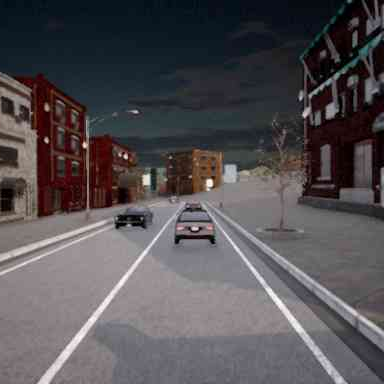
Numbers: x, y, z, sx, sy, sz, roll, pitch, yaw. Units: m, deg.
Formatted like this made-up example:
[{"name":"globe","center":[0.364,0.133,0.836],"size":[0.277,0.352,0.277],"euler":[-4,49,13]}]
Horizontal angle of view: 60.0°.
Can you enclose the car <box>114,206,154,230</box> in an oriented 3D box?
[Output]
[{"name":"car","center":[-3.572,1.584,21.094],"size":[1.895,1.301,4.718],"euler":[0,0,0]}]

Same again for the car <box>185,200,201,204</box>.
[{"name":"car","center":[0.149,1.574,37.621],"size":[1.895,1.301,4.718],"euler":[0,0,0]}]

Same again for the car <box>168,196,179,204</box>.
[{"name":"car","center":[-3.430,1.491,63.327],"size":[1.812,1.442,4.674],"euler":[0,0,0]}]

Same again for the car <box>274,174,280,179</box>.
[{"name":"car","center":[22.558,-3.803,81.949],"size":[2.097,1.535,5.008],"euler":[0,1,-4]}]

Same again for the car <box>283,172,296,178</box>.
[{"name":"car","center":[23.019,-3.825,76.443],"size":[2.185,1.767,4.553],"euler":[0,1,-5]}]

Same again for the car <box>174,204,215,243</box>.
[{"name":"car","center":[0.120,1.536,16.024],"size":[2.033,1.411,5.357],"euler":[0,0,0]}]

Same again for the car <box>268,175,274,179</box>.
[{"name":"car","center":[22.213,-3.867,87.487],"size":[2.002,1.452,4.674],"euler":[0,1,-2]}]
